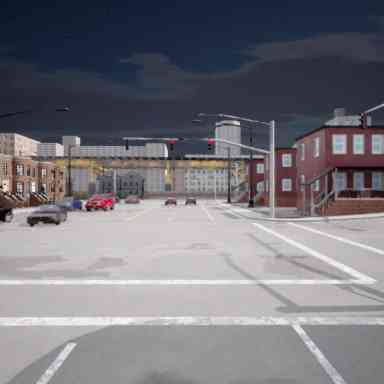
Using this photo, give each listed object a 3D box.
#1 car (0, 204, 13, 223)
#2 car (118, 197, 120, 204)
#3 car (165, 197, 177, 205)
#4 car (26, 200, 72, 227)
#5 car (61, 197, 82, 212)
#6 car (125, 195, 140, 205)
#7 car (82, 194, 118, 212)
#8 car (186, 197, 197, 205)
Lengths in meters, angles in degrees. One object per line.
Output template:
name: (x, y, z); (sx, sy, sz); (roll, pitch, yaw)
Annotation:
car: (-14.165, 1.477, 22.554); (1.882, 1.535, 5.008); (0, 0, 0)
car: (-14.209, 1.492, 59.959); (2.128, 1.511, 4.902); (0, 0, 0)
car: (-3.565, 1.526, 56.764); (1.812, 1.442, 4.674); (0, 0, 0)
car: (-10.010, 1.547, 23.329); (2.033, 1.411, 5.357); (0, 0, -13)
car: (-14.209, 1.352, 38.171); (2.097, 1.767, 4.553); (0, 0, 0)
car: (-10.711, 1.351, 59.786); (2.097, 1.767, 4.553); (0, 0, 0)
car: (-10.716, 1.222, 39.102); (2.150, 2.045, 5.566); (0, 0, -1)
car: (-0.170, 1.526, 58.582); (1.812, 1.442, 4.674); (0, 0, 0)
